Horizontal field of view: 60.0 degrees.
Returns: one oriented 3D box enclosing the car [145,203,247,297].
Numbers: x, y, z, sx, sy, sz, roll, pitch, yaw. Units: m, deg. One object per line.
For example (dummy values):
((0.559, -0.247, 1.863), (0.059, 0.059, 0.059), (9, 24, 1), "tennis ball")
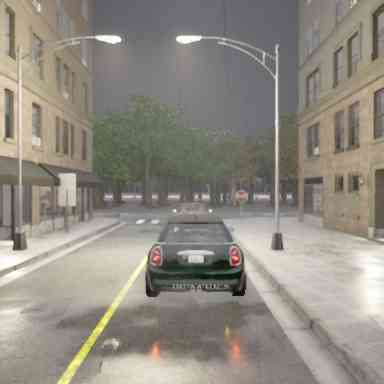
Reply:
((0.071, 1.340, 8.708), (2.097, 1.767, 4.553), (0, 0, 0), "car")
